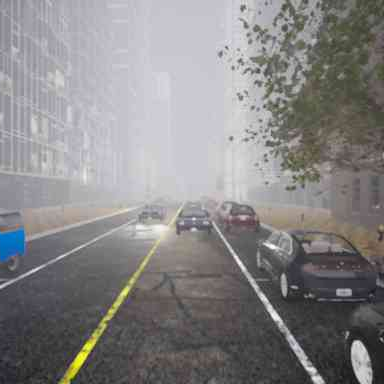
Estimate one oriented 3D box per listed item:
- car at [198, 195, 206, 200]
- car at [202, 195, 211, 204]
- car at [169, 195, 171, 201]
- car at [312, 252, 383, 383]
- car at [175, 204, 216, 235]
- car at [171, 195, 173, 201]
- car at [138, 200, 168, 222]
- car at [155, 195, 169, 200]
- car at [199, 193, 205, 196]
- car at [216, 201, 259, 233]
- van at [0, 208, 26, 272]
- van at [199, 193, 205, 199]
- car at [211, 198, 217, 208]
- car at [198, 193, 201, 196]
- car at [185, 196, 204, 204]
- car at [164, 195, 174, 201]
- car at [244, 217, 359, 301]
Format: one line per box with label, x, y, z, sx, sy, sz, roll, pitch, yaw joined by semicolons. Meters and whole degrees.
car;2.729;1.368;87.770;1.947;1.339;4.313;0;0;0
car;2.712;1.462;47.925;1.887;1.381;4.507;0;0;0
car;-5.661;1.455;65.013;1.802;1.307;4.206;0;0;0
car;2.692;1.548;2.385;2.008;1.369;4.403;0;0;0
car;0.102;1.575;18.817;1.895;1.301;4.718;0;0;0
car;-5.656;1.384;76.398;1.887;1.381;4.507;0;0;0
car;-2.990;1.564;25.846;1.895;1.301;4.718;0;0;0
car;-5.664;1.434;59.320;1.887;1.381;4.507;0;0;0
car;2.719;1.438;65.002;1.947;1.339;4.313;0;0;0
car;2.700;1.413;19.463;1.967;1.590;4.097;0;0;0
van;-5.686;1.334;8.085;1.690;1.788;3.998;0;0;0
van;2.732;1.124;93.464;1.690;1.788;3.998;0;0;0
car;2.702;1.403;25.155;1.967;1.590;4.097;0;0;0
car;2.724;1.404;76.386;1.947;1.339;4.313;0;0;0
car;0.115;1.500;39.808;1.994;1.385;4.181;0;0;0
car;-5.654;1.388;82.091;1.947;1.339;4.313;0;0;0
car;2.694;1.542;8.078;2.008;1.369;4.403;0;0;0
